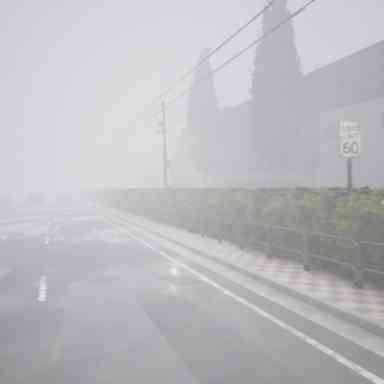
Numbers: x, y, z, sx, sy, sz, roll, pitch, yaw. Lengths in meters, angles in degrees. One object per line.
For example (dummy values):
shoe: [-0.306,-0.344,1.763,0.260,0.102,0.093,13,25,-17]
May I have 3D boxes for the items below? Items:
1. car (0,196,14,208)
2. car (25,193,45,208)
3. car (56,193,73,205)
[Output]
car: [-23.045,1.186,40.739,2.128,1.511,4.902,-2,2,-23]
car: [-19.627,0.925,41.630,2.097,1.767,4.553,-2,1,-23]
car: [-17.181,0.921,44.836,2.128,1.511,4.902,-2,2,-23]
